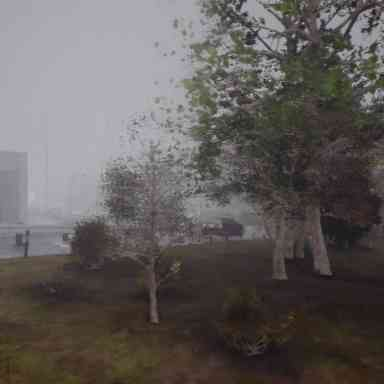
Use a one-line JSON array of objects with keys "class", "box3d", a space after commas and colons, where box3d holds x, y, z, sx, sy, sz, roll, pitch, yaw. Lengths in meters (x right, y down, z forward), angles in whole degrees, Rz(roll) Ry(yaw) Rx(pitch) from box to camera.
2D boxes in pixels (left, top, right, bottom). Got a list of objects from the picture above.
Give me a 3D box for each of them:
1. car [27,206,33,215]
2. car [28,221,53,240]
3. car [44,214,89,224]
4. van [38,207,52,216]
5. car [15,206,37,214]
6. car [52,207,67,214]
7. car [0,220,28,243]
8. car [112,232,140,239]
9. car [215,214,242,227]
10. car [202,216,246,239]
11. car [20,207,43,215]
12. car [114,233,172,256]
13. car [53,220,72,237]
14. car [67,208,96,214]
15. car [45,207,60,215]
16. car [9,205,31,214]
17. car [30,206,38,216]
[{"class": "car", "box3d": [-34.628, 4.264, 74.921, 2.185, 1.767, 4.553, 0, 1, 19]}, {"class": "car", "box3d": [-19.704, 4.384, 38.818, 5.566, 2.045, 2.435, 0, 0, 17]}, {"class": "car", "box3d": [-16.177, 4.383, 43.528, 5.566, 2.045, 2.435, 0, 0, 17]}, {"class": "van", "box3d": [-29.960, 4.208, 71.072, 1.878, 1.987, 4.442, 0, 1, 19]}, {"class": "car", "box3d": [-39.273, 4.223, 78.745, 2.185, 1.767, 4.553, 0, 1, 19]}, {"class": "car", "box3d": [-25.179, 4.469, 67.608, 1.946, 1.575, 5.366, 0, 1, 19]}, {"class": "car", "box3d": [-21.497, 4.385, 36.464, 5.566, 2.045, 2.435, 0, -1, 17]}, {"class": "car", "box3d": [-6.320, 4.510, 28.419, 5.566, 2.045, 2.435, 1, 0, 17]}, {"class": "car", "box3d": [5.803, 4.501, 53.270, 2.097, 1.767, 4.553, 0, -1, -26]}, {"class": "car", "box3d": [2.867, 3.001, 28.852, 2.097, 1.767, 4.553, 1, -4, 36]}, {"class": "car", "box3d": [-36.951, 4.409, 76.833, 2.002, 1.452, 4.674, 0, 1, 19]}, {"class": "car", "box3d": [-4.495, 4.790, 30.830, 4.792, 1.488, 2.163, 1, 0, 17]}, {"class": "car", "box3d": [-17.913, 4.664, 41.183, 4.792, 1.488, 2.163, 0, 0, 17]}, {"class": "car", "box3d": [-20.542, 4.266, 63.648, 2.435, 2.045, 5.566, 0, 1, 19]}, {"class": "car", "box3d": [-27.588, 4.493, 69.306, 2.002, 1.452, 4.674, 0, 1, 19]}, {"class": "car", "box3d": [-41.610, 4.203, 80.628, 2.185, 1.767, 4.553, 0, 1, 19]}, {"class": "car", "box3d": [-32.262, 4.410, 73.072, 2.097, 1.535, 5.008, 0, 1, 19]}]
